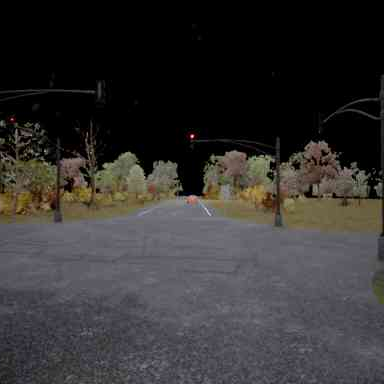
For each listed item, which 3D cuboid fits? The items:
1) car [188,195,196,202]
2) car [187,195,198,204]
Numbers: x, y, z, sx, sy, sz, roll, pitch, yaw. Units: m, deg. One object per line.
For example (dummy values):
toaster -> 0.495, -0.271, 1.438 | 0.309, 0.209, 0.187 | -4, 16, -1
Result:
car -> 0.108, 1.449, 77.956 | 1.812, 1.442, 4.674 | 0, 0, 0
car -> 0.094, 1.424, 67.921 | 2.097, 1.767, 4.553 | 0, 0, 0
